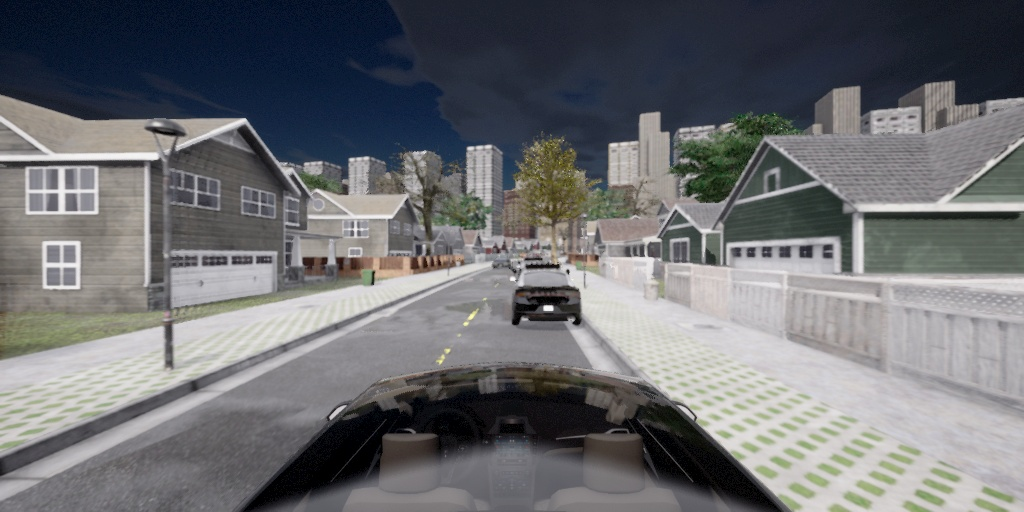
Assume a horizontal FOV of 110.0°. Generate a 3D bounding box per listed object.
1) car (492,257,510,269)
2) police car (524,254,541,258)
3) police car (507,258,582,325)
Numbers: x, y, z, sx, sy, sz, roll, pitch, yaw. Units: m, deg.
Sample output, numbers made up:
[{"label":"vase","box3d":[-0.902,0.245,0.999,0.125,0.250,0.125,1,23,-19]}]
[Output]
[{"label":"car","box3d":[-1.097,0.806,41.102,1.994,1.385,4.181,0,1,5]},{"label":"police car","box3d":[1.287,0.918,21.318,1.930,1.638,5.238,0,1,2]},{"label":"police car","box3d":[0.953,1.047,11.368,1.930,1.638,5.238,0,1,1]}]
